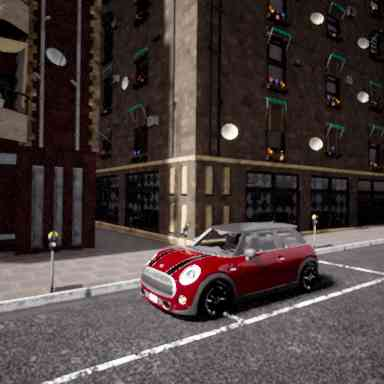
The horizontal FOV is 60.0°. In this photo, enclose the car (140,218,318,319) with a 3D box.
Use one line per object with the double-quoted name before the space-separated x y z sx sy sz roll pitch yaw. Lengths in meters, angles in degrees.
"car" 0.907 1.445 7.335 4.097 1.590 1.967 0 1 -35
